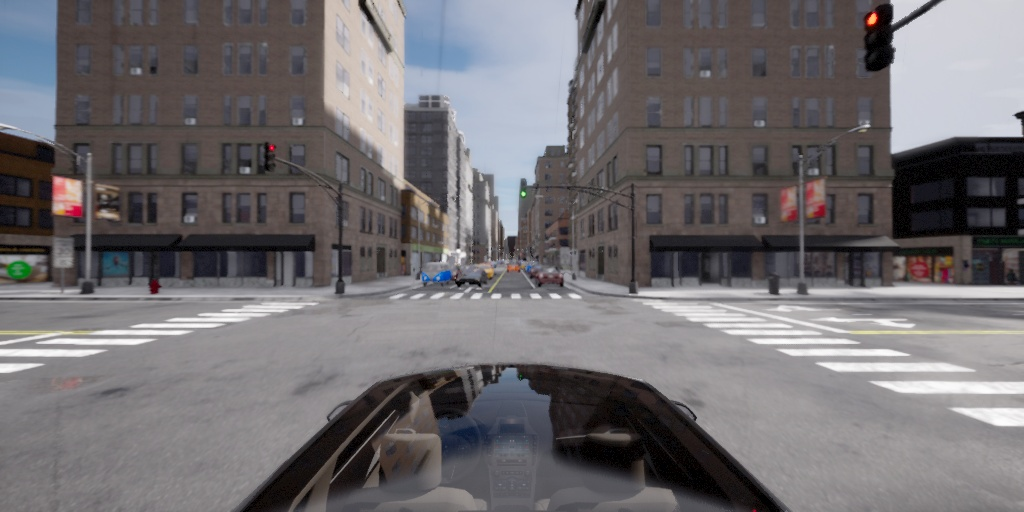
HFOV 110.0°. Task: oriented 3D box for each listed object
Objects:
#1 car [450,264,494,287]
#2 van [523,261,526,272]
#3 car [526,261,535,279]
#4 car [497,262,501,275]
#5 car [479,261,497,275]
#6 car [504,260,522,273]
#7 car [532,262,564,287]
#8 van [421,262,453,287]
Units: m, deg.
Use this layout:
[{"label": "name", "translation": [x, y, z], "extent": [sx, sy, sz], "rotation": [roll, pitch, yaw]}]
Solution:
[{"label": "car", "translation": [-2.950, 1.590, 27.726], "extent": [2.033, 1.411, 5.357], "rotation": [0, -1, 4]}, {"label": "van", "translation": [2.873, 1.635, 50.179], "extent": [1.690, 1.789, 3.998], "rotation": [0, 0, 0]}, {"label": "car", "translation": [2.832, 1.607, 38.841], "extent": [1.967, 1.591, 4.097], "rotation": [0, 0, 0]}, {"label": "car", "translation": [-2.898, 1.865, 47.345], "extent": [1.895, 1.301, 4.718], "rotation": [0, -1, 0]}, {"label": "car", "translation": [-2.942, 1.630, 37.428], "extent": [1.882, 1.535, 5.008], "rotation": [0, -1, 0]}, {"label": "car", "translation": [0.232, 1.728, 57.467], "extent": [2.097, 1.767, 4.553], "rotation": [0, -1, 0]}, {"label": "car", "translation": [2.791, 1.478, 27.503], "extent": [1.967, 1.591, 4.097], "rotation": [0, 0, 0]}, {"label": "van", "translation": [-5.735, 1.381, 27.532], "extent": [1.690, 1.789, 3.998], "rotation": [0, 0, 0]}]
